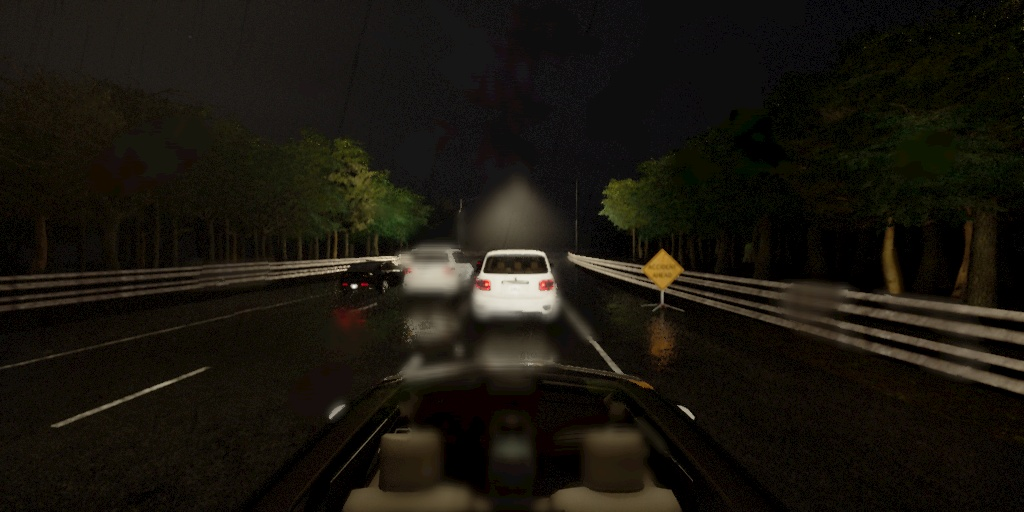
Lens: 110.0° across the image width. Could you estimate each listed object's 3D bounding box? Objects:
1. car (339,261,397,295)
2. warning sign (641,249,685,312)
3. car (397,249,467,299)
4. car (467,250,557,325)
[{"bbox_3d":[-6.581,0.982,17.597,1.837,1.490,4.892,0,1,2],"label":"car"},{"bbox_3d":[4.651,0.708,11.120,1.300,1.860,1.060,0,0,1],"label":"warning sign"},{"bbox_3d":[-3.130,0.718,16.443,2.150,2.045,5.566,0,1,2],"label":"car"},{"bbox_3d":[0.179,0.813,11.245,2.150,2.045,5.566,0,1,2],"label":"car"}]
